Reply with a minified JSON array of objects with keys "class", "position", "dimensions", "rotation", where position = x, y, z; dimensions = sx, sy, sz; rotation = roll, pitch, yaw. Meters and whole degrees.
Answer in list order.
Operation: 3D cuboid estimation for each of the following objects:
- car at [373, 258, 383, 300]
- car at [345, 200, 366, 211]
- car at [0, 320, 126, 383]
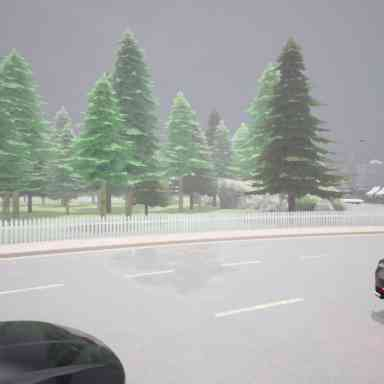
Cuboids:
[{"class":"car","position":[5.605,1.490,6.112],"dimensions":[4.902,1.511,2.128],"rotation":[0,0,-24]},{"class":"car","position":[19.392,1.269,41.677],"dimensions":[2.150,2.045,5.566],"rotation":[0,0,-4]},{"class":"car","position":[-2.740,1.478,1.608],"dimensions":[5.008,1.535,1.882],"rotation":[0,0,-37]}]
